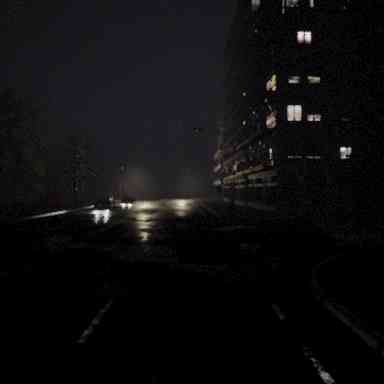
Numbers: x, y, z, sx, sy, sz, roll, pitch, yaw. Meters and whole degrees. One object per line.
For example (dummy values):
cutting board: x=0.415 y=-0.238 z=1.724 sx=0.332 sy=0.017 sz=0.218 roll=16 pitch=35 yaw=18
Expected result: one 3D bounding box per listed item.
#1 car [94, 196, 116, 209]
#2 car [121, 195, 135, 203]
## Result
car: x=-10.667 y=1.295 z=40.927 sx=2.128 sy=1.511 sz=4.902 roll=0 pitch=0 yaw=-2
car: x=-11.170 y=1.210 z=58.522 sx=2.128 sy=1.511 sz=4.902 roll=0 pitch=0 yaw=-1
